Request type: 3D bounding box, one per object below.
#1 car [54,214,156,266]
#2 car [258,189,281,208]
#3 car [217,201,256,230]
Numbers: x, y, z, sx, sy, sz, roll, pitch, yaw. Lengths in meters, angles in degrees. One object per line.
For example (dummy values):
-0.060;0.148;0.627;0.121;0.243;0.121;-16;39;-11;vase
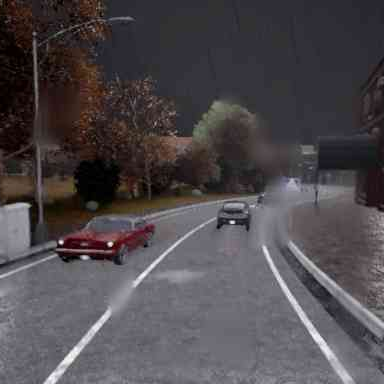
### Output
-2.671;1.473;11.361;1.895;1.301;4.718;1;1;8;car
8.736;0.826;37.354;1.882;1.535;5.008;2;2;24;car
2.654;1.296;19.799;1.837;1.490;4.892;1;1;13;car
